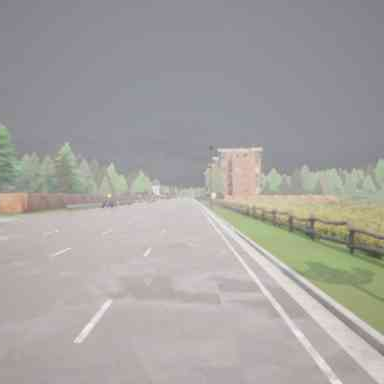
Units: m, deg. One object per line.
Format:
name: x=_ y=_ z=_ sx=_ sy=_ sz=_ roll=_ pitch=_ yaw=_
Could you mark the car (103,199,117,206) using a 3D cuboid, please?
car: x=-14.152 y=2.066 z=57.377 sx=1.837 sy=1.490 sz=4.892 roll=0 pitch=-1 yaw=0
